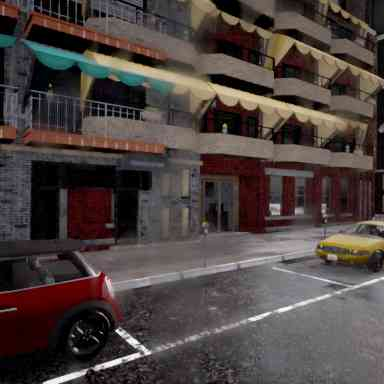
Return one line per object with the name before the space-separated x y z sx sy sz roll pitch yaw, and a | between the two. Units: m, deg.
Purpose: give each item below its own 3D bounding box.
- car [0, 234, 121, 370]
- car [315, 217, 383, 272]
car | -3.125 1.440 4.314 4.097 1.590 1.967 0 1 -36
car | 5.928 1.528 10.796 4.829 1.417 1.752 0 1 -36
